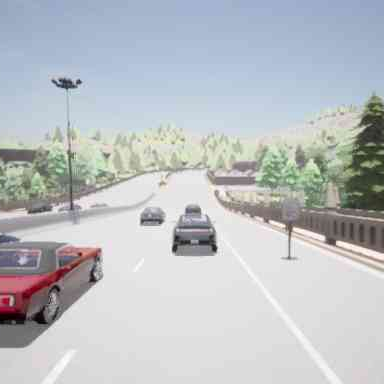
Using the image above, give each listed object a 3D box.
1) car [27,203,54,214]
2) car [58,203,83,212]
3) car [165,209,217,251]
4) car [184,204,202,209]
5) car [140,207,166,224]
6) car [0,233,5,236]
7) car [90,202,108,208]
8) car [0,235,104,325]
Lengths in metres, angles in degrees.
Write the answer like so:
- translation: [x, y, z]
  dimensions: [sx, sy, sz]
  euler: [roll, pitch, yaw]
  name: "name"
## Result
- translation: [-21.050, 2.218, 46.380]
  dimensions: [1.882, 1.535, 5.008]
  euler: [0, -1, 0]
  name: "car"
- translation: [-17.536, 2.321, 48.412]
  dimensions: [2.033, 1.411, 5.357]
  euler: [0, -1, 1]
  name: "car"
- translation: [0.104, 1.735, 15.260]
  dimensions: [2.128, 1.511, 4.902]
  euler: [0, -1, 0]
  name: "car"
- translation: [0.107, 2.076, 37.502]
  dimensions: [1.882, 1.535, 5.008]
  euler: [0, -1, 0]
  name: "car"
- translation: [-3.394, 2.016, 29.326]
  dimensions: [2.033, 1.411, 5.357]
  euler: [0, -1, 0]
  name: "car"
- translation: [-6.897, 1.724, 10.128]
  dimensions: [1.994, 1.385, 4.181]
  euler: [0, -1, 0]
  name: "car"
- translation: [-14.044, 2.298, 50.508]
  dimensions: [2.128, 1.511, 4.902]
  euler: [0, -1, 0]
  name: "car"
- translation: [-3.398, 1.715, 7.282]
  dimensions: [1.895, 1.301, 4.718]
  euler: [0, -1, 0]
  name: "car"
